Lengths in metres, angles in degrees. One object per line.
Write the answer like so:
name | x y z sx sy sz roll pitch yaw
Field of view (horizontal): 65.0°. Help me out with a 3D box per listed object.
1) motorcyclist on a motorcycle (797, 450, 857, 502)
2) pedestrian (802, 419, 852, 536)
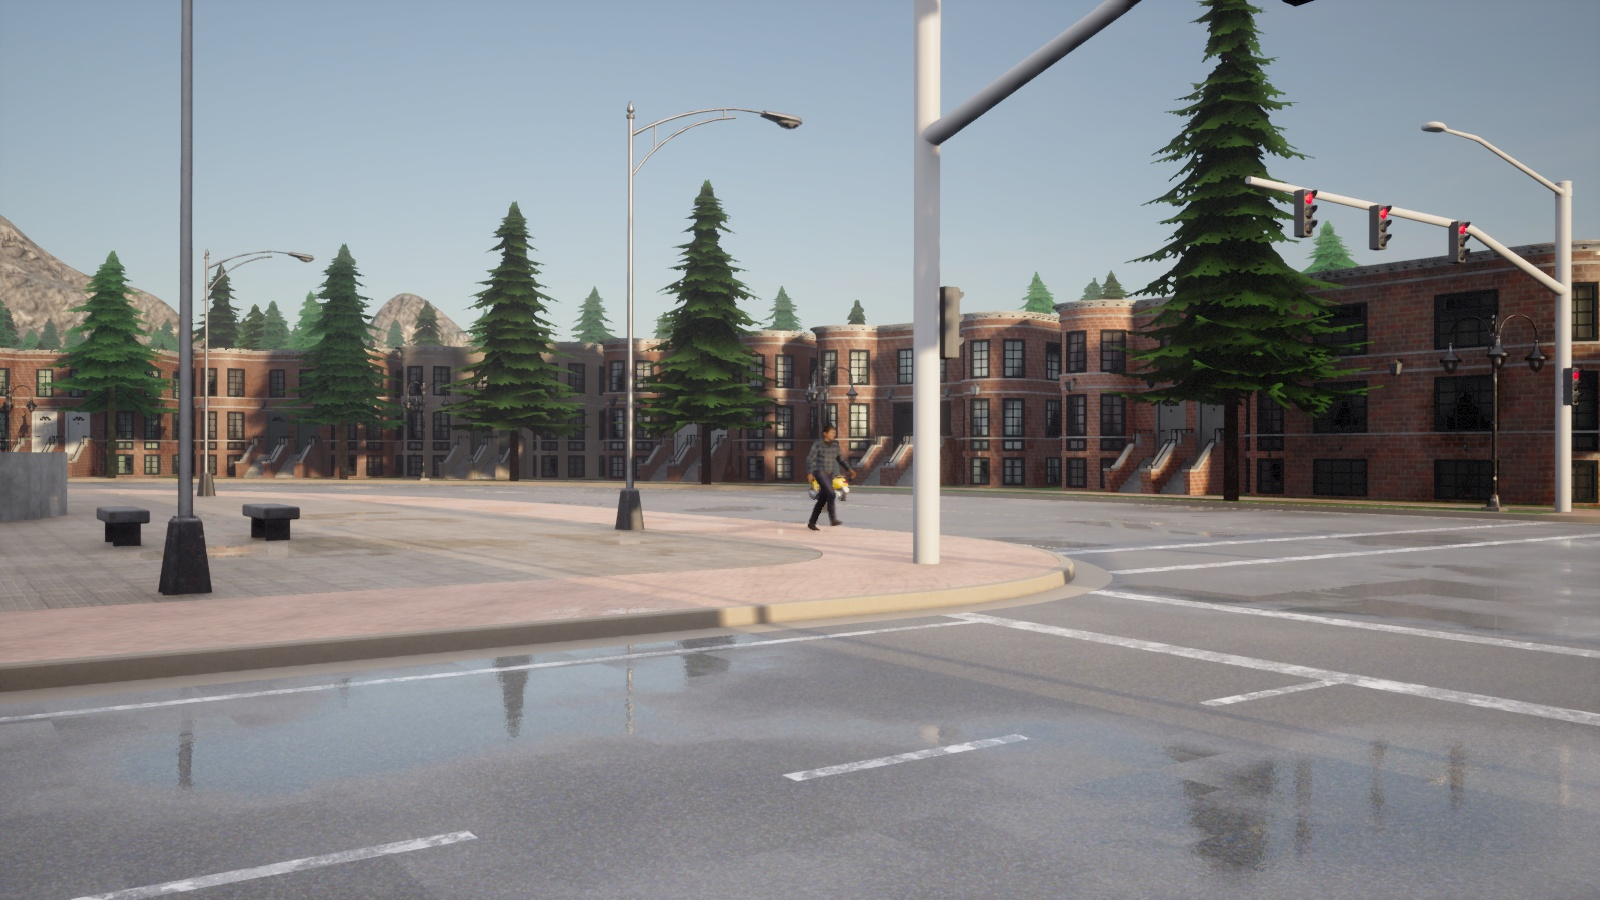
motorcyclist on a motorcycle | 0.836 0.792 39.142 0.866 1.590 1.817 0 0 -40
pedestrian | 0.457 0.455 21.398 0.423 1.949 0.788 0 0 -42
